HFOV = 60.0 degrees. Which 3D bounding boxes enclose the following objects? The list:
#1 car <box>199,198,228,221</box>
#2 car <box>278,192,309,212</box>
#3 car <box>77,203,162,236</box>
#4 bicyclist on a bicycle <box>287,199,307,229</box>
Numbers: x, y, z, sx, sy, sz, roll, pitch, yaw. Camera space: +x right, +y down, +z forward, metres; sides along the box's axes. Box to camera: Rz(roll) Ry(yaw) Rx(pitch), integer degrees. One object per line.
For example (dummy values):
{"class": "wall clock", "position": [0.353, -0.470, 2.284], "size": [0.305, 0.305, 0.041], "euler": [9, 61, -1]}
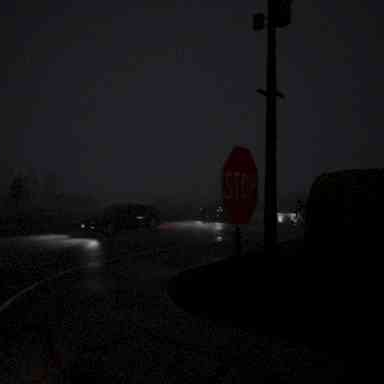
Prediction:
{"class": "car", "position": [2.520, 1.230, 25.692], "size": [2.097, 1.767, 4.553], "euler": [1, 0, 38]}
{"class": "car", "position": [11.574, 1.099, 37.137], "size": [2.150, 2.045, 5.566], "euler": [1, 1, 39]}
{"class": "car", "position": [-3.710, 1.379, 17.804], "size": [1.837, 1.490, 4.892], "euler": [1, 0, 38]}
{"class": "bicyclist on a bicycle", "position": [5.933, 1.229, 17.940], "size": [1.656, 1.620, 0.582], "euler": [0, 0, 38]}
